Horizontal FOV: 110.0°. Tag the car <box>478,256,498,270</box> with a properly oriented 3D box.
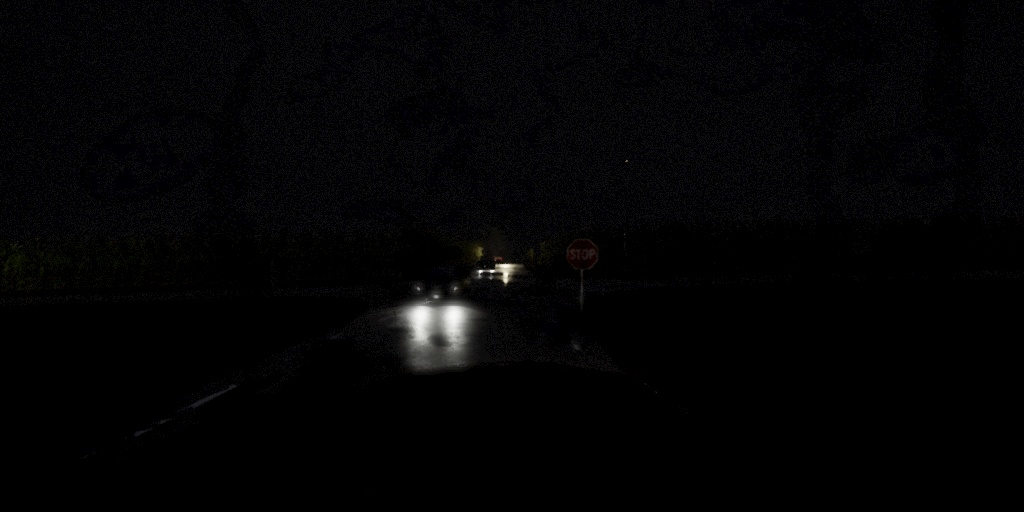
[{"bbox_3d":[-2.859,0.868,39.720,1.994,1.385,4.181,0,1,0],"label":"car"}]

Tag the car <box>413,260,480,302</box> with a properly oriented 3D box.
[{"bbox_3d":[-2.789,1.080,15.813,2.033,1.411,5.357,0,1,0],"label":"car"}]
